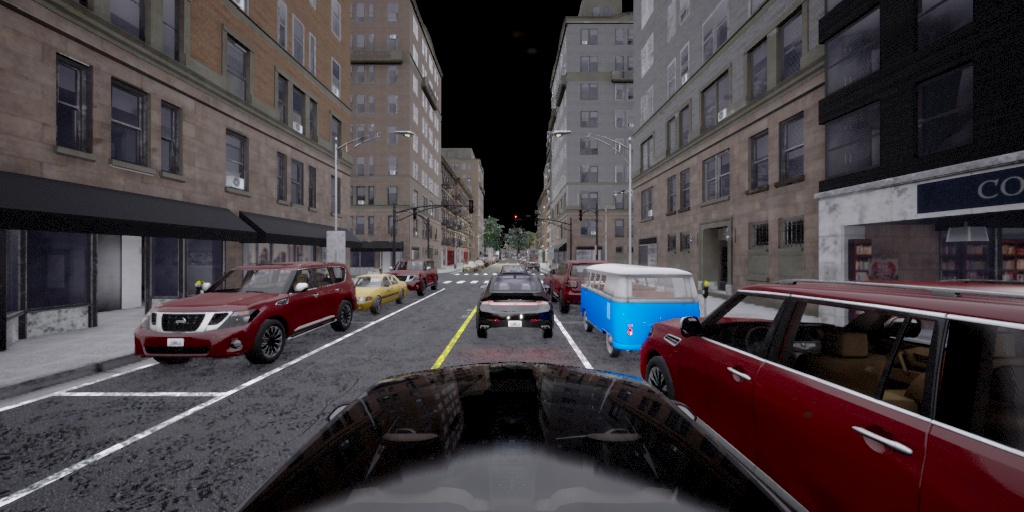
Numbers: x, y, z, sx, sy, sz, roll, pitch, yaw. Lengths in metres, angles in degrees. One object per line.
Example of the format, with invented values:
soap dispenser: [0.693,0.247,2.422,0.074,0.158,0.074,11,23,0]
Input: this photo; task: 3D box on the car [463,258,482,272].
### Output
car: [-5.363,1.272,46.455,1.751,1.417,4.829,0,0,0]

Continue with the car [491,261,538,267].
car: [0.091,1.240,20.175,2.128,1.511,4.902,0,0,-1]

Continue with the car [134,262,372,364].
car: [-5.391,1.064,8.261,2.192,1.841,5.009,0,0,0]

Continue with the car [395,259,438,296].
car: [-5.380,1.063,19.617,2.192,1.841,5.009,0,0,0]

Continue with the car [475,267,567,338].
car: [0.083,1.241,10.124,2.128,1.511,4.902,0,0,0]

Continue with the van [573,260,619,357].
van: [2.645,1.091,8.249,1.690,1.789,3.998,0,0,0]

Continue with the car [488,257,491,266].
car: [-5.337,1.061,63.070,2.192,1.841,5.009,0,0,0]

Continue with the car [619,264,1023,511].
car: [2.638,1.065,2.570,2.192,1.841,5.009,0,0,0]

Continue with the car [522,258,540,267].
car: [2.691,1.297,46.615,2.007,1.370,4.403,0,0,0]

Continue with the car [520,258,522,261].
car: [2.704,1.297,57.579,2.007,1.370,4.403,0,0,0]

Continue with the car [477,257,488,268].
car: [-5.346,1.272,57.418,1.751,1.417,4.829,0,0,0]

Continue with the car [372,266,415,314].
car: [-5.386,1.275,13.768,1.751,1.417,4.829,0,0,0]

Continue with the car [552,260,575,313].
car: [2.652,1.064,13.928,2.192,1.841,5.009,0,0,0]
